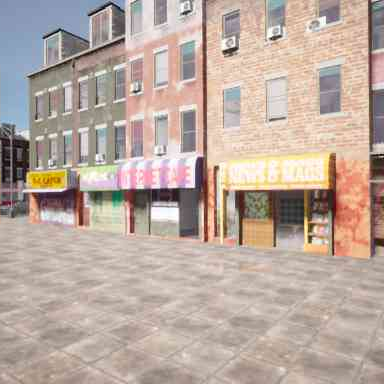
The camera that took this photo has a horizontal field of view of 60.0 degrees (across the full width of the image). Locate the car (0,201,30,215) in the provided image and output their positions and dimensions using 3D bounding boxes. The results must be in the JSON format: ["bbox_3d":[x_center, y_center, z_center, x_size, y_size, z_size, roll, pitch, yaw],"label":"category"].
[{"bbox_3d":[-16.766,1.564,32.648,1.994,1.385,4.181,-1,0,36],"label":"car"}]
